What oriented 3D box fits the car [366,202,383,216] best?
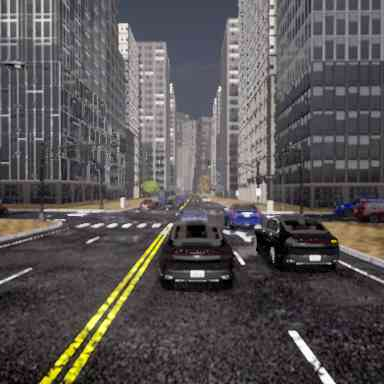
[{"bbox_3d":[21.898,1.881,36.395,4.829,1.417,1.752,0,0,1],"label":"car"}]

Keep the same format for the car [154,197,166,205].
[{"bbox_3d":[-6.354,1.858,67.263,1.882,1.535,5.008,0,0,0],"label":"car"}]

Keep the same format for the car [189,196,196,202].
[{"bbox_3d":[0.220,1.971,89.788,1.882,1.535,5.008,0,0,0],"label":"car"}]

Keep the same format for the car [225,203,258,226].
[{"bbox_3d":[3.397,1.505,22.628,2.097,1.767,4.553,0,-1,0],"label":"car"}]

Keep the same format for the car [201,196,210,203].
[{"bbox_3d":[3.447,2.044,80.496,1.895,1.301,4.718,0,0,0],"label":"car"}]

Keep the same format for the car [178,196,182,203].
[{"bbox_3d":[-3.194,1.833,57.222,1.837,1.490,4.892,0,0,0],"label":"car"}]

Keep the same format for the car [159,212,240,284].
[{"bbox_3d":[0.121,1.565,9.763,1.837,1.490,4.892,0,0,0],"label":"car"}]

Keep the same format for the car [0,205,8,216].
[{"bbox_3d":[-20.037,1.520,31.402,5.008,1.535,1.882,1,1,1],"label":"car"}]

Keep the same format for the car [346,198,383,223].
[{"bbox_3d":[16.269,1.704,28.123,5.009,1.841,2.192,0,0,1],"label":"car"}]

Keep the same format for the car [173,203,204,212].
[{"bbox_3d":[-0.019,1.672,20.792,2.033,1.411,5.357,0,0,-3],"label":"car"}]

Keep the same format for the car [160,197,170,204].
[{"bbox_3d":[-6.311,1.957,77.533,1.812,1.442,4.674,0,0,0],"label":"car"}]

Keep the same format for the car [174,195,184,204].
[{"bbox_3d":[-3.061,1.658,77.496,2.150,2.045,5.566,0,0,0],"label":"car"}]

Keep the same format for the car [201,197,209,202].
[{"bbox_3d":[3.471,1.997,90.431,1.837,1.490,4.892,0,0,0],"label":"car"}]

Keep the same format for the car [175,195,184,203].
[{"bbox_3d":[-3.110,1.905,67.043,1.812,1.442,4.674,0,0,1],"label":"car"}]

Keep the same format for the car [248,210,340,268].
[{"bbox_3d":[3.379,1.575,11.526,1.837,1.490,4.892,0,0,0],"label":"car"}]

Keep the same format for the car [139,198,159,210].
[{"bbox_3d":[-6.469,1.808,48.655,1.812,1.442,4.674,0,0,2],"label":"car"}]

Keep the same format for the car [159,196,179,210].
[{"bbox_3d":[-3.224,1.783,47.883,1.837,1.490,4.892,0,0,0],"label":"car"}]

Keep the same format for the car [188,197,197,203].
[{"bbox_3d":[0.195,1.969,79.793,1.812,1.442,4.674,0,0,0],"label":"car"}]

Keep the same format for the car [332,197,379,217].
[{"bbox_3d":[17.288,1.562,33.883,5.566,2.045,2.150,1,1,2],"label":"car"}]
